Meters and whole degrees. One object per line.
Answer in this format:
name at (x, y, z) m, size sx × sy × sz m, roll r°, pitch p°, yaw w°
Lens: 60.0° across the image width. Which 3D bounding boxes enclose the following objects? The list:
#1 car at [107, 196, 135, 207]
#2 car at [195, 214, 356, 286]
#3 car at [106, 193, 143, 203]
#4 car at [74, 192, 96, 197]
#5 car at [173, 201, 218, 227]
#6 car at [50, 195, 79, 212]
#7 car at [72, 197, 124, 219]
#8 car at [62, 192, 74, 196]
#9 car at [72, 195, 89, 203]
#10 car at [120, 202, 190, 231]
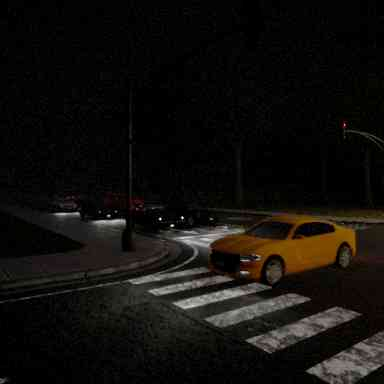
car at (-10.407, 1.330, 48.270) m, size 2.128 × 1.511 × 4.902 m, roll 0°, pitch 0°, yaw -36°
car at (2.735, 1.469, 9.603) m, size 5.008 × 1.535 × 1.882 m, roll 0°, pitch 0°, yaw -35°
car at (-6.454, 1.117, 31.401) m, size 2.150 × 2.045 × 5.566 m, roll 0°, pitch 0°, yaw -36°
car at (-15.604, 1.187, 49.812) m, size 2.097 × 1.767 × 4.553 m, roll 0°, pitch 0°, yaw -35°
car at (-0.220, 1.410, 22.804) m, size 1.882 × 1.535 × 5.008 m, roll 0°, pitch 0°, yaw -35°
car at (-14.065, 1.401, 36.375) m, size 1.812 × 1.442 × 4.674 m, roll 0°, pitch 0°, yaw -36°
car at (-8.031, 1.454, 28.044) m, size 2.033 × 1.411 × 5.357 m, roll 0°, pitch 0°, yaw -36°
car at (-21.414, 1.039, 57.734) m, size 2.150 × 2.045 × 5.566 m, roll 0°, pitch 0°, yaw -36°
car at (-21.133, 1.331, 63.039) m, size 1.812 × 1.442 × 4.674 m, roll 0°, pitch 0°, yaw -36°
car at (-2.372, 1.542, 20.230) m, size 1.895 × 1.301 × 4.718 m, roll 0°, pitch 0°, yaw -36°
